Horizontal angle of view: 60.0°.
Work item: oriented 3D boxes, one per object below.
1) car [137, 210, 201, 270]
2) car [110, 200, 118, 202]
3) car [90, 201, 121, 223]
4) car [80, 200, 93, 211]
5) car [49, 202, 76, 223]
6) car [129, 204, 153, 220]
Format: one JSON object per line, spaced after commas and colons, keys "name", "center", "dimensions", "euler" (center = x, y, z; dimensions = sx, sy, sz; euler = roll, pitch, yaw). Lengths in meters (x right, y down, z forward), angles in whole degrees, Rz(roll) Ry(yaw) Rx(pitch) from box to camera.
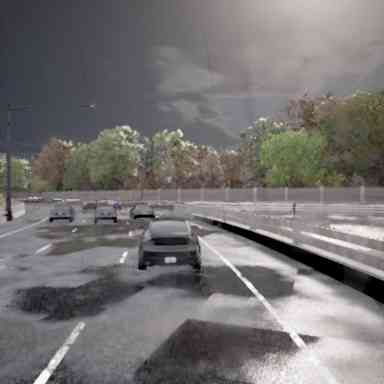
{"name": "car", "center": [-0.809, 1.602, 11.489], "dimensions": [1.837, 1.490, 4.892], "euler": [0, 0, -5]}
{"name": "car", "center": [-11.975, 1.974, 49.991], "dimensions": [1.812, 1.442, 4.674], "euler": [0, 0, -26]}
{"name": "car", "center": [-7.407, 1.806, 28.444], "dimensions": [2.033, 1.411, 5.357], "euler": [0, 0, -16]}
{"name": "car", "center": [-14.879, 1.953, 47.975], "dimensions": [1.837, 1.490, 4.892], "euler": [0, 0, -26]}
{"name": "car", "center": [-11.137, 1.825, 28.725], "dimensions": [2.033, 1.411, 5.357], "euler": [0, 0, -16]}
{"name": "car", "center": [-4.826, 1.837, 31.740], "dimensions": [1.994, 1.385, 4.181], "euler": [0, 0, -16]}
